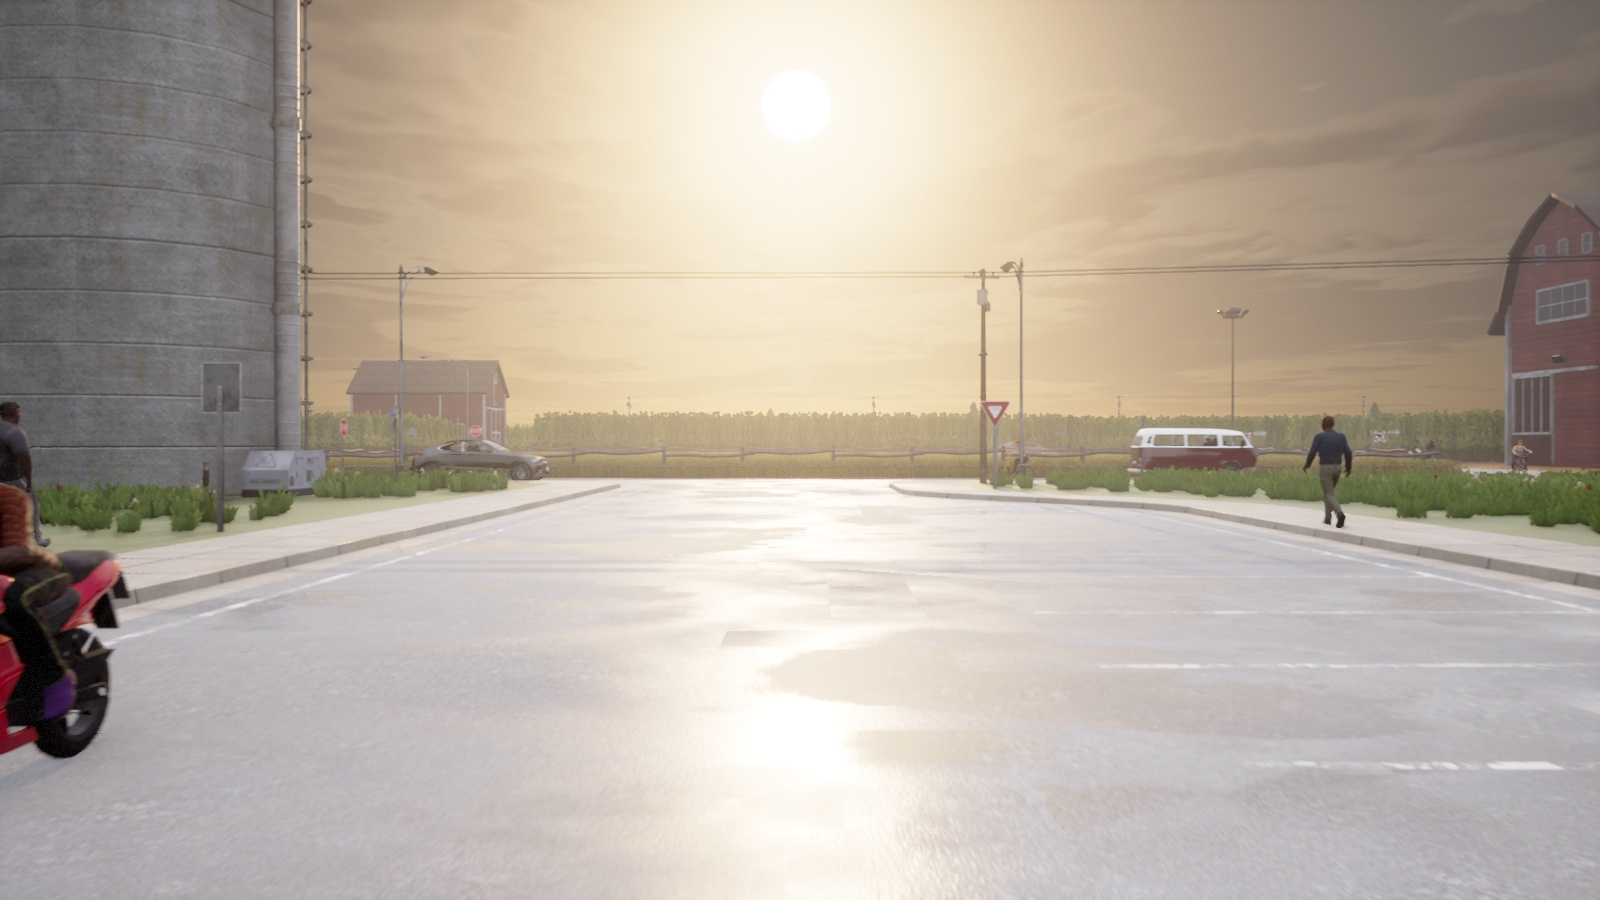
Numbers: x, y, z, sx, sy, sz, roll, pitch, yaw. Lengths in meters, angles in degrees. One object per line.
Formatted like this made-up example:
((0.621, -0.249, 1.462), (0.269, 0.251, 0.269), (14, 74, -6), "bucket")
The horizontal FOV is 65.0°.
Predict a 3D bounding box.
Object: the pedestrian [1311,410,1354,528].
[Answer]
((8.431, 0.296, 19.901), (0.370, 1.835, 0.726), (0, 0, -1), "pedestrian")

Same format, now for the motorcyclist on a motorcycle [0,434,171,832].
((-3.456, 0.697, 5.071), (0.797, 1.523, 2.044), (0, 0, 0), "motorcyclist on a motorcycle")

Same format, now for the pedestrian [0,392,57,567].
((-8.826, 0.312, 13.949), (0.563, 1.883, 0.849), (0, 0, 10), "pedestrian")

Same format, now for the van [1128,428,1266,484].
((14.703, 0.218, 46.714), (4.480, 2.038, 2.069), (0, 0, 0), "van")

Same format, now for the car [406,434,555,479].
((-11.962, 0.249, 47.275), (5.027, 1.651, 2.152), (0, 0, 1), "car")

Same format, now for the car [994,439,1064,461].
((17.484, -0.004, 96.015), (5.027, 1.651, 2.152), (0, 0, 3), "car")
